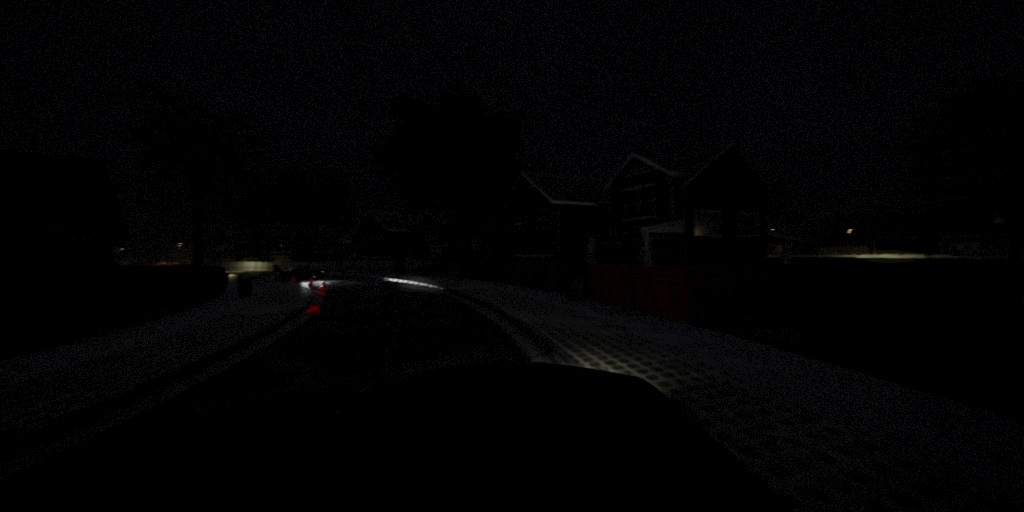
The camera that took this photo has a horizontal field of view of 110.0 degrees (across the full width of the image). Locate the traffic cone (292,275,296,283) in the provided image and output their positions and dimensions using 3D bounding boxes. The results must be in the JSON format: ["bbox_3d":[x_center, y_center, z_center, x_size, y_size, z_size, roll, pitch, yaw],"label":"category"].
[{"bbox_3d":[-17.433,1.851,28.621,0.340,0.580,0.340,0,0,42],"label":"traffic cone"}]

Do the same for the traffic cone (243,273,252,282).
[{"bbox_3d":[-25.091,1.952,34.146,0.340,0.580,0.340,0,0,30],"label":"traffic cone"}]

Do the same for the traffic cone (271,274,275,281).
[{"bbox_3d":[-21.089,1.896,31.593,0.340,0.580,0.340,0,0,36],"label":"traffic cone"}]

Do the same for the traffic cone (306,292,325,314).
[{"bbox_3d":[-6.871,1.606,12.535,0.340,0.580,0.340,0,0,-14],"label":"traffic cone"}]

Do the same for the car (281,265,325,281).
[{"bbox_3d":[-18.702,1.491,32.069,4.718,1.301,1.895,-1,1,38],"label":"car"}]

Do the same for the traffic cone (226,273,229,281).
[{"bbox_3d":[-29.420,2.015,36.648,0.340,0.580,0.340,0,0,30],"label":"traffic cone"}]

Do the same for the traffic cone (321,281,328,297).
[{"bbox_3d":[-9.085,1.613,17.448,0.340,0.580,0.340,0,0,-17],"label":"traffic cone"}]

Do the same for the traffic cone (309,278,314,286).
[{"bbox_3d":[-14.143,1.815,25.247,0.340,0.580,0.340,0,0,-41],"label":"traffic cone"}]
